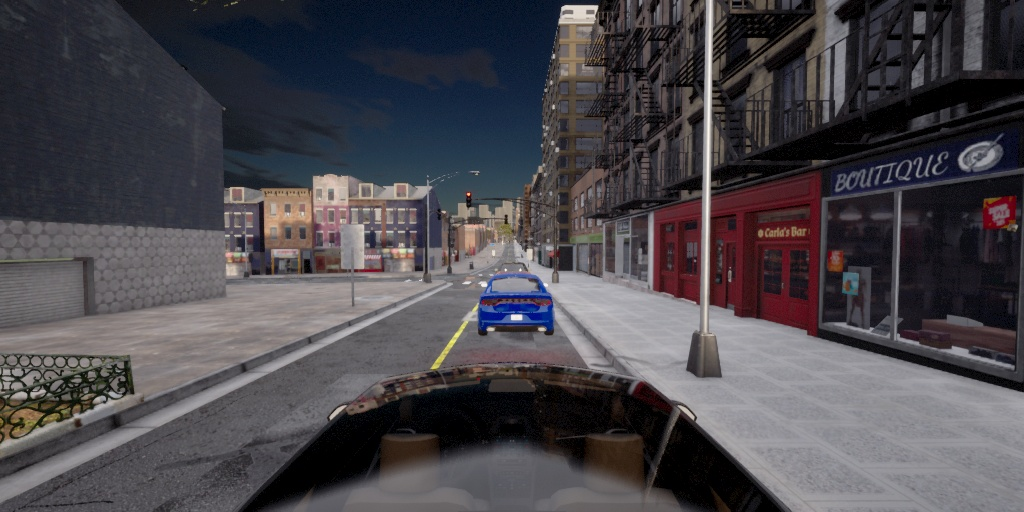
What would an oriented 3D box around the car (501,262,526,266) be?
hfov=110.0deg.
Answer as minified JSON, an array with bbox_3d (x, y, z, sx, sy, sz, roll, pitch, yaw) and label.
[{"bbox_3d":[0.054,1.109,20.495,2.097,1.767,4.553,0,0,0],"label":"car"}]

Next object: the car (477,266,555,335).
[{"bbox_3d":[0.087,1.229,10.502,1.882,1.535,5.008,0,0,0],"label":"car"}]
